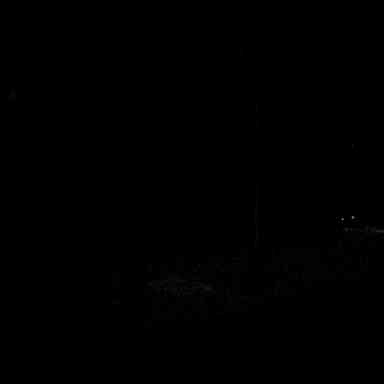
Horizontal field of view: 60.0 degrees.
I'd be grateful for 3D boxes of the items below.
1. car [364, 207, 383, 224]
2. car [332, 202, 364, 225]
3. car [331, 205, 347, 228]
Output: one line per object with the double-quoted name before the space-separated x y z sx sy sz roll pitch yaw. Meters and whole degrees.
"car" 14.778 1.897 28.211 1.947 1.339 4.313 1 -1 -35
"car" 9.780 1.464 25.783 2.150 2.045 5.566 1 -1 -35
"car" 8.237 1.766 23.562 1.947 1.339 4.313 1 -1 -35
